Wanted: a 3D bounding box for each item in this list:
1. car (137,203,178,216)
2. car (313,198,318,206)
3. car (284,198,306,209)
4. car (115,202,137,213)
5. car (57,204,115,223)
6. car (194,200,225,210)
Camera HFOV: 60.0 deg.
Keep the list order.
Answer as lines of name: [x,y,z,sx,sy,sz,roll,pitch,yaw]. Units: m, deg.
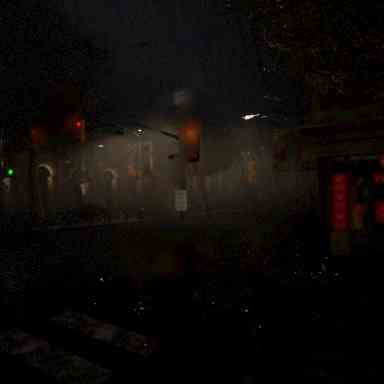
car: [-3.498,1.888,36.978,1.895,1.301,4.718,-1,0,36]
car: [22.974,1.716,59.587,1.812,1.442,4.674,-1,0,36]
car: [15.190,1.668,48.823,1.882,1.535,5.008,-1,0,36]
car: [-8.006,1.960,42.091,1.895,1.301,4.718,-1,0,36]
car: [-9.344,1.812,28.866,1.812,1.442,4.674,-1,0,36]
car: [2.524,1.834,45.293,2.033,1.411,5.357,-1,0,36]
